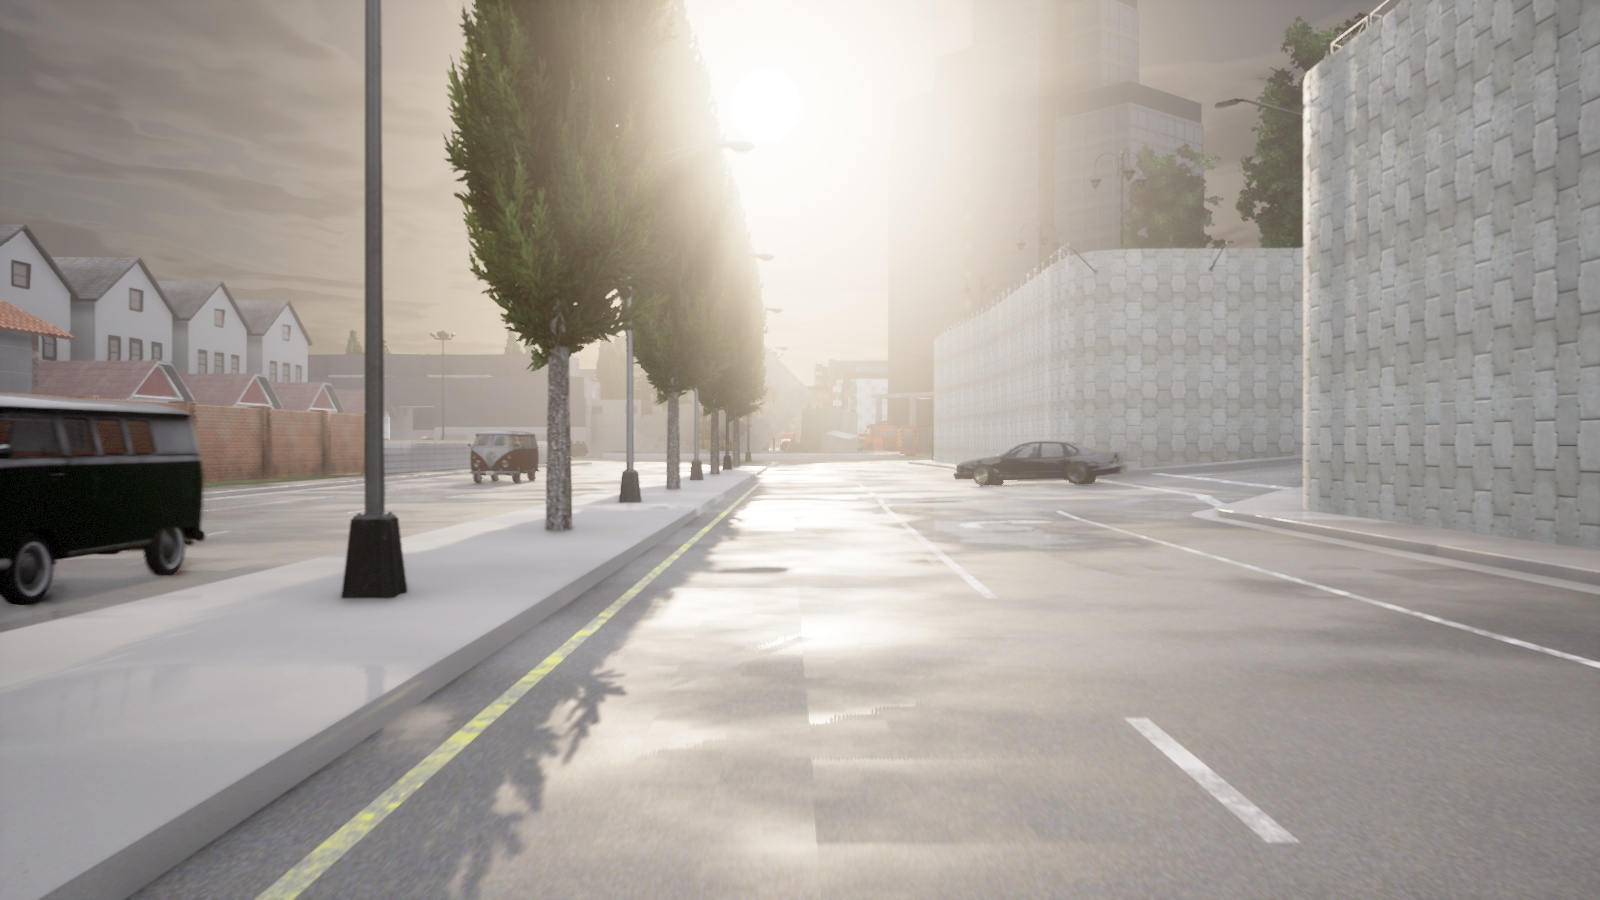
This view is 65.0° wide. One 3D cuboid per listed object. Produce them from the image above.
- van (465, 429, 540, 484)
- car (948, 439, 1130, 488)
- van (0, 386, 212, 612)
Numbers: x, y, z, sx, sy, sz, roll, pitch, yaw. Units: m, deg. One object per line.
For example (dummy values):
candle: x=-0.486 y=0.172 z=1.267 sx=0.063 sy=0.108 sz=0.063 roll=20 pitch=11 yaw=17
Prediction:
van: x=-11.214 y=0.222 z=47.605 sx=1.775 sy=1.987 sz=4.442 roll=0 pitch=0 yaw=0
car: x=7.624 y=0.436 z=40.064 sx=5.357 sy=1.411 sz=2.033 roll=-2 pitch=-1 yaw=24
van: x=-7.912 y=0.421 z=12.744 sx=1.775 sy=1.987 sz=4.442 roll=0 pitch=0 yaw=0
